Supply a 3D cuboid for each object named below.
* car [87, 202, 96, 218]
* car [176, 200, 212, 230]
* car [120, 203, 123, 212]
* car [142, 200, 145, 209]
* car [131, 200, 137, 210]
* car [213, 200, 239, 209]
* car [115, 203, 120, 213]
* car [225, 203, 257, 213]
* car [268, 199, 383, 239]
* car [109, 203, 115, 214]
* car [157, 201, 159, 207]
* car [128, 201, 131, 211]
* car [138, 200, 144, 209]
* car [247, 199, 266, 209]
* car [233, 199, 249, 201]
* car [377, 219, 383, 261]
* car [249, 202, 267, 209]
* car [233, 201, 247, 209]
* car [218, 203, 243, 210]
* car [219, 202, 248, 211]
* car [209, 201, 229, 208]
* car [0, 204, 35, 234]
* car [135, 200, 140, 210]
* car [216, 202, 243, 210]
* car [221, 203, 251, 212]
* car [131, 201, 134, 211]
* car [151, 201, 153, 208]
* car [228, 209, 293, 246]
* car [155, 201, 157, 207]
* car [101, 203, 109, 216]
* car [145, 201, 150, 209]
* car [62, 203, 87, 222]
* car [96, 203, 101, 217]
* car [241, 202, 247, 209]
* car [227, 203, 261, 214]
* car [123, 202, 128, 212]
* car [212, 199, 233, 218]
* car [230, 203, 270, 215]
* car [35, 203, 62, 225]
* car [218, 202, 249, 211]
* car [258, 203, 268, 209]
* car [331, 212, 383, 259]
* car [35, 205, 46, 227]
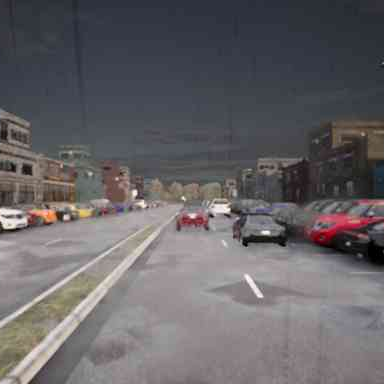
[{"bbox_3d":[-12.961,1.984,33.574,5.366,1.575,1.946,0,-1,0],"label":"car"},{"bbox_3d":[0.085,1.618,22.994,2.097,1.767,4.553,0,-1,1],"label":"car"},{"bbox_3d":[-12.780,2.367,47.338,4.792,1.488,2.163,0,-1,0],"label":"car"},{"bbox_3d":[-12.742,2.828,69.656,4.553,1.767,2.185,0,-2,0],"label":"car"},{"bbox_3d":[-12.759,2.666,58.450,4.792,1.488,2.163,0,-2,0],"label":"car"},{"bbox_3d":[7.585,2.843,74.407,5.566,2.045,2.435,0,-2,0],"label":"car"},{"bbox_3d":[-12.749,2.266,44.561,4.892,1.521,2.231,0,-1,0],"label":"car"},{"bbox_3d":[7.634,2.507,52.383,4.674,1.452,2.002,0,-2,0],"label":"car"},{"bbox_3d":[7.611,1.422,19.282,5.566,2.045,2.435,0,-1,0],"label":"car"},{"bbox_3d":[-12.766,2.193,41.782,5.008,1.535,2.097,0,-1,0],"label":"car"},{"bbox_3d":[-12.679,3.706,94.681,5.008,1.535,2.097,0,-2,0],"label":"car"},{"bbox_3d":[-12.746,2.490,53.020,4.892,1.521,2.231,0,-2,0],"label":"car"},{"bbox_3d":[-12.712,2.911,66.783,4.674,1.452,2.002,0,-2,0],"label":"car"},{"bbox_3d":[7.670,1.786,30.300,4.553,1.767,2.185,0,-1,0],"label":"car"},{"bbox_3d":[7.606,2.195,46.839,4.553,1.767,2.185,0,-1,0],"label":"car"},{"bbox_3d":[7.669,1.563,8.260,4.792,1.488,2.163,0,0,0],"label":"car"},{"bbox_3d":[7.633,1.846,27.540,5.008,1.535,2.097,0,-1,0],"label":"car"},{"bbox_3d":[7.608,2.210,41.323,4.792,1.488,2.163,0,-1,0],"label":"car"},{"bbox_3d":[7.659,2.879,66.132,4.792,1.488,2.163,0,-2,0],"label":"car"},{"bbox_3d":[7.821,2.767,63.378,5.366,1.575,1.946,0,-2,0],"label":"car"},{"bbox_3d":[7.546,3.451,93.700,5.566,2.045,2.435,0,-2,0],"label":"car"},{"bbox_3d":[-12.773,1.415,19.569,5.566,2.045,2.435,0,-1,0],"label":"car"},{"bbox_3d":[-12.732,2.715,61.230,4.892,1.521,2.231,0,-2,0],"label":"car"},{"bbox_3d":[7.810,2.927,68.890,5.366,1.575,1.946,0,-2,0],"label":"car"},{"bbox_3d":[7.607,2.645,57.858,4.792,1.488,2.163,0,-2,0],"label":"car"},{"bbox_3d":[-12.733,2.601,55.672,4.674,1.452,2.002,0,-2,0],"label":"car"},{"bbox_3d":[-12.659,3.313,80.798,4.792,1.488,2.163,0,-2,0],"label":"car"},{"bbox_3d":[3.100,1.703,15.971,1.994,1.385,4.181,0,-1,0],"label":"car"},{"bbox_3d":[-12.679,3.534,89.008,5.008,1.535,2.097,0,-2,0],"label":"car"},{"bbox_3d":[-12.737,2.153,39.004,4.792,1.488,2.163,0,-1,0],"label":"car"},{"bbox_3d":[-12.732,2.784,72.472,5.566,2.045,2.435,0,-2,0],"label":"car"},{"bbox_3d":[-12.787,1.919,30.794,4.892,1.521,2.231,0,-1,0],"label":"car"},{"bbox_3d":[-12.744,1.928,36.237,4.553,1.767,2.185,0,-1,0],"label":"car"},{"bbox_3d":[7.667,2.008,33.053,4.792,1.488,2.163,0,-1,0],"label":"car"},{"bbox_3d":[7.666,2.421,49.590,4.792,1.488,2.163,0,-2,0],"label":"car"},{"bbox_3d":[-12.740,2.414,50.242,5.008,1.535,2.097,0,-2,0],"label":"car"},{"bbox_3d":[3.099,1.851,38.479,2.150,2.045,5.566,0,-1,0],"label":"car"},{"bbox_3d":[7.632,2.249,44.079,5.008,1.535,2.097,0,-1,0],"label":"car"},{"bbox_3d":[-12.760,1.656,25.119,4.553,1.767,2.185,0,-1,0],"label":"car"},{"bbox_3d":[7.451,2.689,60.616,5.366,1.575,1.946,0,-2,0],"label":"car"},{"bbox_3d":[7.454,1.721,22.029,5.366,1.575,1.946,0,-1,0],"label":"car"},{"bbox_3d":[7.634,1.556,11.012,5.008,1.535,2.097,0,-1,0],"label":"car"},{"bbox_3d":[-12.795,1.760,22.338,4.674,1.452,2.002,0,-1,0],"label":"car"}]
